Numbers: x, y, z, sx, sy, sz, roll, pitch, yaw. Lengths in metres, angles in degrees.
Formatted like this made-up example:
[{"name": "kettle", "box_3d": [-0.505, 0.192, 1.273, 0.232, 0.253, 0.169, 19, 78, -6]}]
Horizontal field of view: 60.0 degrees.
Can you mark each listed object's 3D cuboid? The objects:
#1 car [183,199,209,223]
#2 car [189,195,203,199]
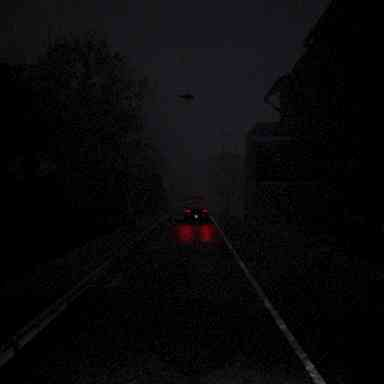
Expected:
[{"name": "car", "box_3d": [0.310, 1.519, 25.693, 1.812, 1.442, 4.674, 0, 0, 0]}, {"name": "car", "box_3d": [0.504, 1.456, 43.100, 2.150, 2.045, 5.566, 0, -2, 1]}]
